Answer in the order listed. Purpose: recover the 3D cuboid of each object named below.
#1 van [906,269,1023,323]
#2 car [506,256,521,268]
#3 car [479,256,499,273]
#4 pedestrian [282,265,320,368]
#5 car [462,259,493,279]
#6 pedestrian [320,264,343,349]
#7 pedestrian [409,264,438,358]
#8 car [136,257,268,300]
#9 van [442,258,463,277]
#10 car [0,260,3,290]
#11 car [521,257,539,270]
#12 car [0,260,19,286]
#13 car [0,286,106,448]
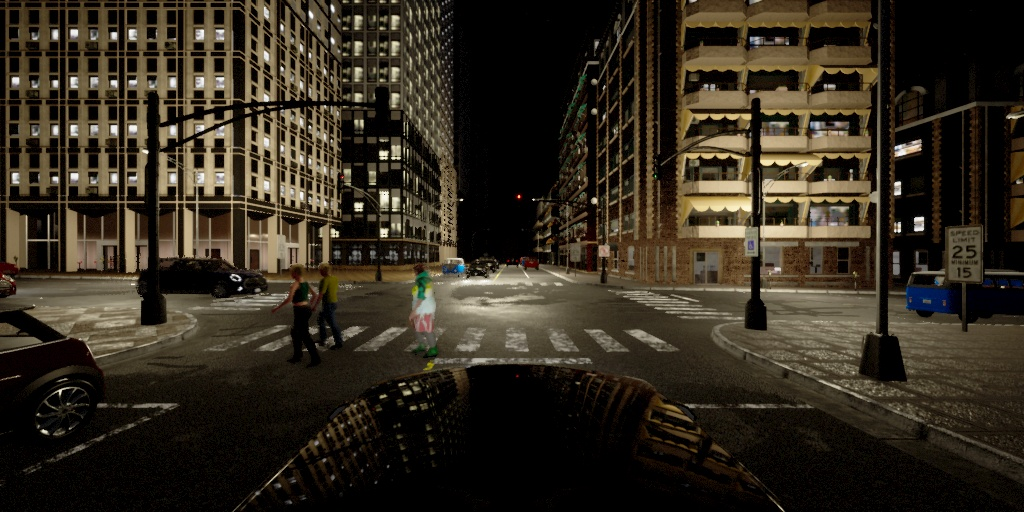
[{"bbox_3d":[16.926,1.453,13.027,3.998,1.789,1.690,0,0,0],"label":"van"},{"bbox_3d":[0.080,0.994,63.915,2.150,2.045,5.566,0,0,0],"label":"car"},{"bbox_3d":[-3.042,0.980,43.350,2.150,2.045,5.566,0,0,0],"label":"car"},{"bbox_3d":[-3.798,1.044,6.471,0.375,1.860,0.375,0,0,0],"label":"pedestrian"},{"bbox_3d":[-3.057,1.260,32.771,1.837,1.490,4.892,0,0,0],"label":"car"},{"bbox_3d":[-3.939,1.047,7.670,0.375,1.860,0.375,0,0,0],"label":"pedestrian"},{"bbox_3d":[-1.739,1.044,7.068,0.375,1.860,0.375,0,0,0],"label":"pedestrian"},{"bbox_3d":[-13.382,0.875,15.722,4.553,1.767,2.097,1,0,0],"label":"car"},{"bbox_3d":[-5.649,1.097,34.812,1.690,1.789,3.998,0,0,0],"label":"van"},{"bbox_3d":[-26.453,0.819,15.707,5.357,1.411,2.033,1,0,0],"label":"car"},{"bbox_3d":[2.752,1.079,51.456,2.192,1.841,5.009,0,0,0],"label":"car"},{"bbox_3d":[-21.133,0.818,13.125,4.097,1.591,1.967,0,0,0],"label":"car"},{"bbox_3d":[-5.689,1.190,2.338,1.967,1.591,4.097,0,0,0],"label":"car"}]
